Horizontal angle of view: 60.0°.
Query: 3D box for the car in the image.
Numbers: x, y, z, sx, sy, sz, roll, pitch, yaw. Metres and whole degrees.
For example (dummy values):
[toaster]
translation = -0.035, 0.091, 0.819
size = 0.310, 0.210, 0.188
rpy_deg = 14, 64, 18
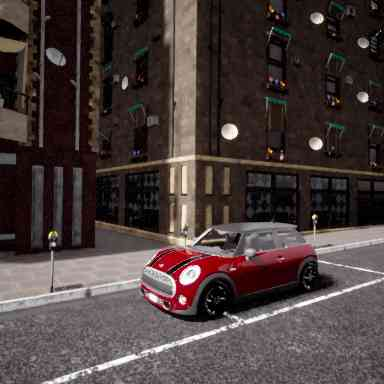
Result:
[car]
translation = 0.907, 1.442, 7.335
size = 4.097, 1.590, 1.967
rpy_deg = 0, 1, -35
